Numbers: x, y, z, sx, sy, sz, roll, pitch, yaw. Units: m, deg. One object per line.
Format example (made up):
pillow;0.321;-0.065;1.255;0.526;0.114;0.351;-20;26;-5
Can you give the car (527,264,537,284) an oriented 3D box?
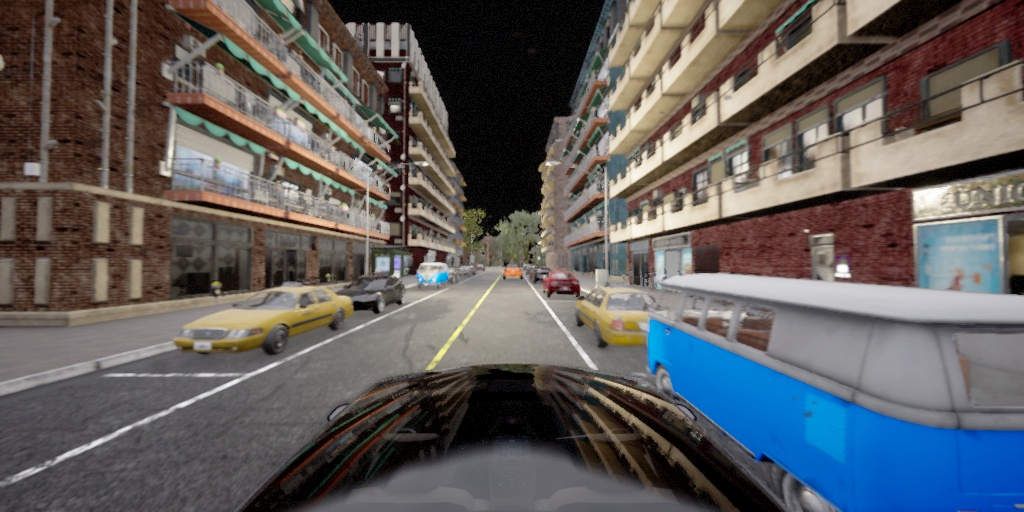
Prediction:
car;2.658;1.674;31.408;1.948;1.339;4.313;0;0;0

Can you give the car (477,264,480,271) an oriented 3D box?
car;-5.690;1.892;48.159;1.802;1.307;4.207;0;0;0

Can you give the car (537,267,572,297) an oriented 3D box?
car;2.670;1.519;20.266;1.888;1.381;4.507;0;0;0

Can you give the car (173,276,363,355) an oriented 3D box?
car;-5.690;1.365;8.994;1.751;1.417;4.829;0;0;0

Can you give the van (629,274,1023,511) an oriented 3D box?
van;2.694;1.113;3.554;1.690;1.789;3.998;0;0;0

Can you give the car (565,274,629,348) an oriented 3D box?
car;2.698;1.365;9.295;1.751;1.417;4.829;0;0;0

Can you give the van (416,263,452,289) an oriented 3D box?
van;-5.691;1.382;25.877;1.690;1.789;3.998;0;0;0

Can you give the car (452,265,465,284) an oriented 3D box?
car;-5.690;1.659;31.446;2.007;1.370;4.403;0;0;0

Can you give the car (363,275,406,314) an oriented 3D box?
car;-5.690;1.472;14.735;1.948;1.339;4.313;0;0;0

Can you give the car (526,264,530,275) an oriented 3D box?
car;2.658;1.757;36.979;1.802;1.307;4.207;0;0;0

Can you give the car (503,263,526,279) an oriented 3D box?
car;0.099;1.553;39.074;2.097;1.767;4.553;0;-1;0

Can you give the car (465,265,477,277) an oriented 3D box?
car;-5.690;1.793;42.589;2.007;1.370;4.403;0;0;0
